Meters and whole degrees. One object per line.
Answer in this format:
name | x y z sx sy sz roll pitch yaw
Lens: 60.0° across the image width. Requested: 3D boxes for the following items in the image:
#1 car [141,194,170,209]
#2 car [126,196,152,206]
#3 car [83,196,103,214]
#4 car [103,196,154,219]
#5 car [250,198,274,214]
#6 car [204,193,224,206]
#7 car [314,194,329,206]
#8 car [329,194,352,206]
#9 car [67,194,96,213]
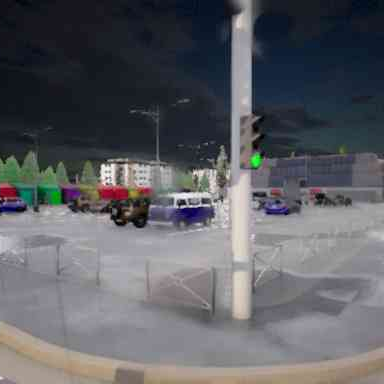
car | -5.847 1.158 49.449 1.932 1.855 4.605 0 0 36
car | -8.138 1.365 51.223 1.784 1.438 3.905 0 0 36
car | -8.159 1.373 32.484 1.784 1.438 3.905 0 0 36
car | -5.833 1.408 30.761 1.970 1.475 3.806 0 0 36
car | 7.788 1.420 39.469 1.970 1.475 3.806 0 0 36
car | 4.559 1.166 63.544 1.905 1.878 3.866 0 0 36
car | 20.354 1.189 51.899 1.905 1.878 3.866 0 0 36
car | 22.648 1.190 50.133 1.932 1.855 4.605 0 0 36
car | -10.346 1.160 34.040 1.932 1.855 4.605 0 0 36
